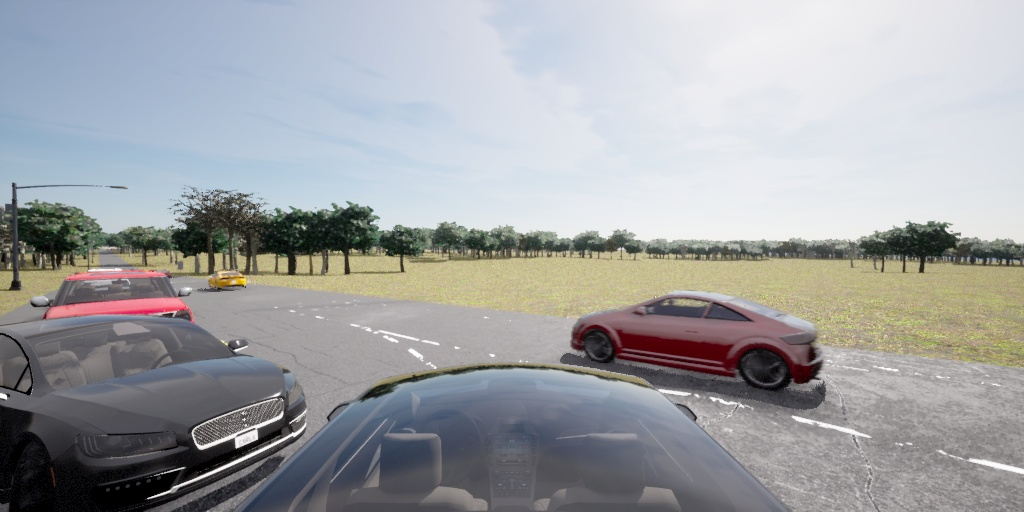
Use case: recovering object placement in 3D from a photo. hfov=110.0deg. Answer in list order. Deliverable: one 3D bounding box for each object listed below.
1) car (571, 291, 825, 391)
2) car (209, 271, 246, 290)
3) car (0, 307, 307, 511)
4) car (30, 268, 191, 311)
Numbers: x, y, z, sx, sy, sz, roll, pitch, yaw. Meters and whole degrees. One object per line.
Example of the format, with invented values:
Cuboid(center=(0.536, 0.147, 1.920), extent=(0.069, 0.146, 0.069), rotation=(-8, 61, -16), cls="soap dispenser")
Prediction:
Cuboid(center=(3.247, 1.373, 6.911), extent=(4.181, 1.385, 1.994), rotation=(-2, -1, 41), cls="car")
Cuboid(center=(-24.864, 2.079, 31.246), extent=(5.008, 1.535, 1.882), rotation=(-2, 0, 41), cls="car")
Cuboid(center=(-4.557, 1.445, 3.985), extent=(4.892, 1.490, 1.837), rotation=(-3, -3, 21), cls="car")
Cuboid(center=(-9.463, 1.384, 8.636), extent=(5.566, 2.045, 2.150), rotation=(-2, 0, 41), cls="car")
